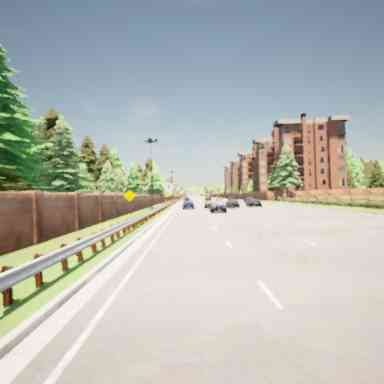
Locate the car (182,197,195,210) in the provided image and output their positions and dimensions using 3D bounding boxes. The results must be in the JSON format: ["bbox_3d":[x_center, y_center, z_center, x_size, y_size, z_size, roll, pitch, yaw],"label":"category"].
[{"bbox_3d":[-0.540,1.994,52.495,1.812,1.442,4.674,-2,0,-1],"label":"car"}]

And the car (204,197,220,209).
[{"bbox_3d":[2.948,1.969,53.320,1.895,1.301,4.718,-2,0,-1],"label":"car"}]

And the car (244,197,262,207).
[{"bbox_3d":[9.936,1.721,53.859,1.994,1.385,4.181,-2,0,-1],"label":"car"}]

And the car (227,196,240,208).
[{"bbox_3d":[6.443,1.807,53.333,2.033,1.411,5.357,-2,0,-1],"label":"car"}]

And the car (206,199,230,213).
[{"bbox_3d":[3.185,1.859,41.371,1.895,1.301,4.718,-2,0,-1],"label":"car"}]

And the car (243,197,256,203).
[{"bbox_3d":[13.066,1.791,76.115,2.033,1.411,5.357,-2,0,-1],"label":"car"}]
